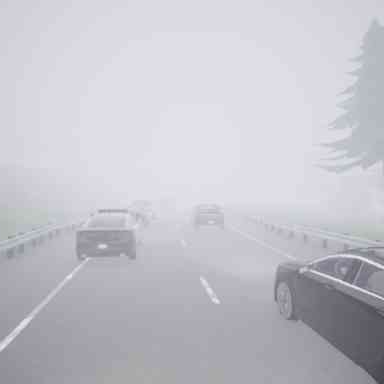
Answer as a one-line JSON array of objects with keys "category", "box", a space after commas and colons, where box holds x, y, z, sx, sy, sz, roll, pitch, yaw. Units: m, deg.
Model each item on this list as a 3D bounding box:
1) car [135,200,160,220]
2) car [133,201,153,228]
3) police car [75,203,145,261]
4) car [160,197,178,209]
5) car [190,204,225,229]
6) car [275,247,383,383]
[{"category": "car", "box": [-4.159, 1.419, 28.430, 2.097, 1.767, 4.553, 0, 0, -3]}, {"category": "car", "box": [-3.816, 1.579, 22.484, 1.812, 1.442, 4.674, 0, 0, -4]}, {"category": "police car", "box": [-2.977, 1.454, 12.655, 1.930, 1.638, 5.238, 0, 0, -6]}, {"category": "car", "box": [-3.536, 1.471, 48.045, 2.097, 1.767, 4.553, 0, 0, 0]}, {"category": "car", "box": [0.945, 1.550, 21.992, 2.128, 1.511, 4.902, 0, 0, -4]}, {"category": "car", "box": [2.720, 1.506, 4.531, 2.128, 1.511, 4.902, 0, 0, -8]}]
